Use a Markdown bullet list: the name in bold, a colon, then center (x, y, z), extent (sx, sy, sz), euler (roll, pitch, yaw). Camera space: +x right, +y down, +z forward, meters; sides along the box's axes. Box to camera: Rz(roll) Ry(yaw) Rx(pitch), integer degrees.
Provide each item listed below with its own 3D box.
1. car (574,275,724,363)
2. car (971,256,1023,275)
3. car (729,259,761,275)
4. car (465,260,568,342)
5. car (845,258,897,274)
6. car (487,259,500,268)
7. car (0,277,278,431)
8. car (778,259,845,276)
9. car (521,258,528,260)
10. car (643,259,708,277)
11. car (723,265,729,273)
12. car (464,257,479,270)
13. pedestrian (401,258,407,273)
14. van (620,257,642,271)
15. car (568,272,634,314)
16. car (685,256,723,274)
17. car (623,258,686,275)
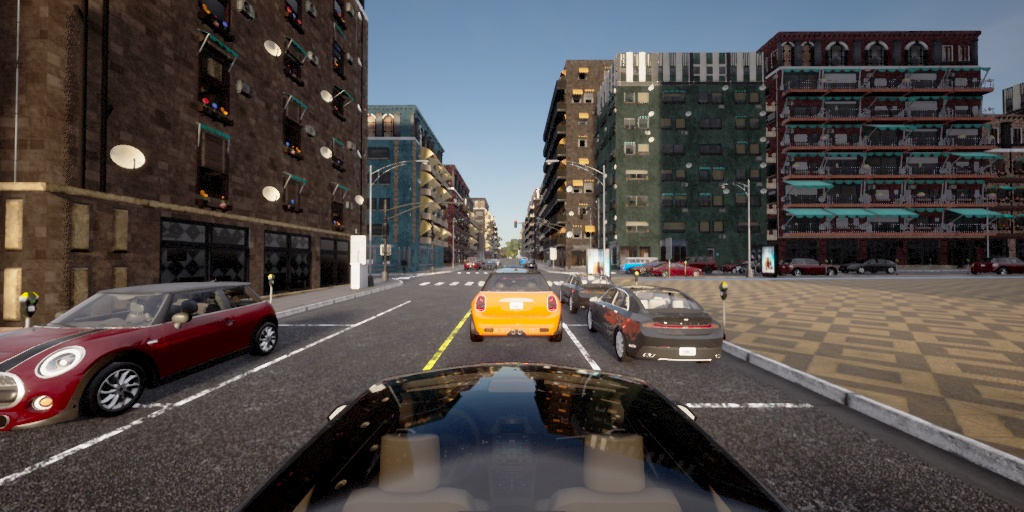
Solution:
- **car**: center (2.818, 1.302, 7.949), extent (2.007, 1.370, 4.403), euler (0, 0, 0)
- **car**: center (41.335, 0.808, 29.959), extent (4.097, 1.591, 1.967), euler (0, 0, 0)
- **car**: center (25.060, 1.067, 35.870), extent (4.902, 1.511, 2.128), euler (0, -1, 1)
- **car**: center (0.095, 1.104, 9.928), extent (2.097, 1.767, 4.553), euler (0, 0, 0)
- **car**: center (35.483, 1.002, 35.792), extent (4.892, 1.490, 1.837), euler (0, -1, 0)
- **car**: center (-3.098, 1.292, 60.997), extent (1.812, 1.442, 4.674), euler (0, 0, 0)
- **car**: center (-5.821, 1.190, 5.711), extent (1.967, 1.591, 4.097), euler (0, 0, 0)
- **car**: center (24.754, 0.932, 30.073), extent (4.097, 1.591, 1.967), euler (0, 0, 0)
- **car**: center (2.675, 1.329, 51.712), extent (1.948, 1.339, 4.313), euler (0, 0, 0)
- **car**: center (13.699, 1.159, 30.149), extent (4.207, 1.307, 1.802), euler (0, 0, 0)
- **car**: center (24.814, 1.161, 38.454), extent (4.507, 1.381, 1.888), euler (0, 0, 0)
- **car**: center (-5.705, 1.078, 51.749), extent (2.192, 1.841, 5.009), euler (0, 0, 0)
- **pedestrian**: center (-12.542, 1.093, 41.672), extent (0.375, 1.860, 0.375), euler (0, 0, 0)
- **van**: center (13.759, 1.042, 38.529), extent (3.998, 1.789, 1.690), euler (0, 0, 0)
- **car**: center (2.816, 1.303, 13.519), extent (2.007, 1.370, 4.403), euler (0, 0, 0)
- **car**: center (19.286, 0.973, 38.492), extent (5.009, 1.841, 2.192), euler (0, 0, 0)
- **car**: center (14.425, 1.205, 35.947), extent (5.357, 1.411, 2.033), euler (0, -1, 0)
